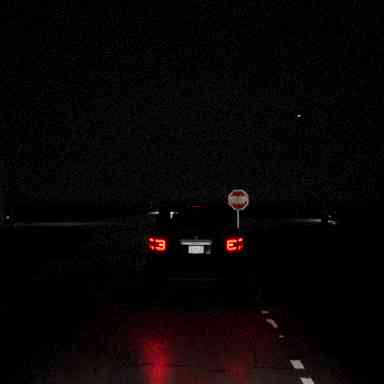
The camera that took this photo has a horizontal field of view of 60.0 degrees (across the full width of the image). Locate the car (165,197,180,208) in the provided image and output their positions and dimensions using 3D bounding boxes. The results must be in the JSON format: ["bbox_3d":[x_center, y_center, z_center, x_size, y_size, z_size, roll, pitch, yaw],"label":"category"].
[{"bbox_3d":[-2.870,1.513,48.899,1.882,1.535,5.008,0,0,0],"label":"car"}]

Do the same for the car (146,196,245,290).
[{"bbox_3d":[0.091,1.225,9.217,2.150,2.045,5.566,0,0,0],"label":"car"}]

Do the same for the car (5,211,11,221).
[{"bbox_3d":[-15.510,1.564,23.551,4.902,1.511,2.128,0,-1,-2],"label":"car"}]

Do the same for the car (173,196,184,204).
[{"bbox_3d":[-2.811,1.599,69.153,2.033,1.411,5.357,0,0,0],"label":"car"}]

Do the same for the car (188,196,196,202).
[{"bbox_3d":[-0.071,1.608,81.142,1.994,1.385,4.181,0,0,0],"label":"car"}]

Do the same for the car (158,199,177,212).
[{"bbox_3d":[-2.855,1.589,39.798,1.994,1.385,4.181,0,0,0],"label":"car"}]

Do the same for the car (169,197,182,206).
[{"bbox_3d":[-2.830,1.592,58.662,2.033,1.411,5.357,0,0,1],"label":"car"}]

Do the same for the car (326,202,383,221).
[{"bbox_3d":[13.644,1.539,26.605,5.357,1.411,2.033,0,-1,-1],"label":"car"}]

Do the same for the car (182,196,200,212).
[{"bbox_3d":[-0.048,1.378,40.434,2.097,1.767,4.553,0,0,2],"label":"car"}]
